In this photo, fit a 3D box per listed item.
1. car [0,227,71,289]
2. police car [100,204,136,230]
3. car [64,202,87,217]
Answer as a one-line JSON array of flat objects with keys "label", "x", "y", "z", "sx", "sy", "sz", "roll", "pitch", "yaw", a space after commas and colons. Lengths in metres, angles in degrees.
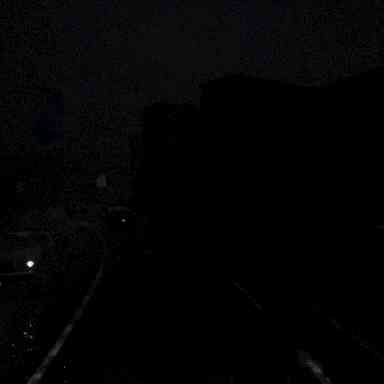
[{"label": "car", "x": -4.784, "y": 1.740, "z": 9.476, "sx": 1.895, "sy": 1.301, "sz": 4.718, "roll": -1, "pitch": 0, "yaw": -11}, {"label": "police car", "x": -5.435, "y": 1.672, "z": 23.857, "sx": 1.930, "sy": 1.638, "sz": 5.238, "roll": -2, "pitch": 0, "yaw": -23}, {"label": "car", "x": -13.947, "y": 1.935, "z": 39.742, "sx": 2.097, "sy": 1.767, "sz": 4.553, "roll": -2, "pitch": 0, "yaw": -28}]
